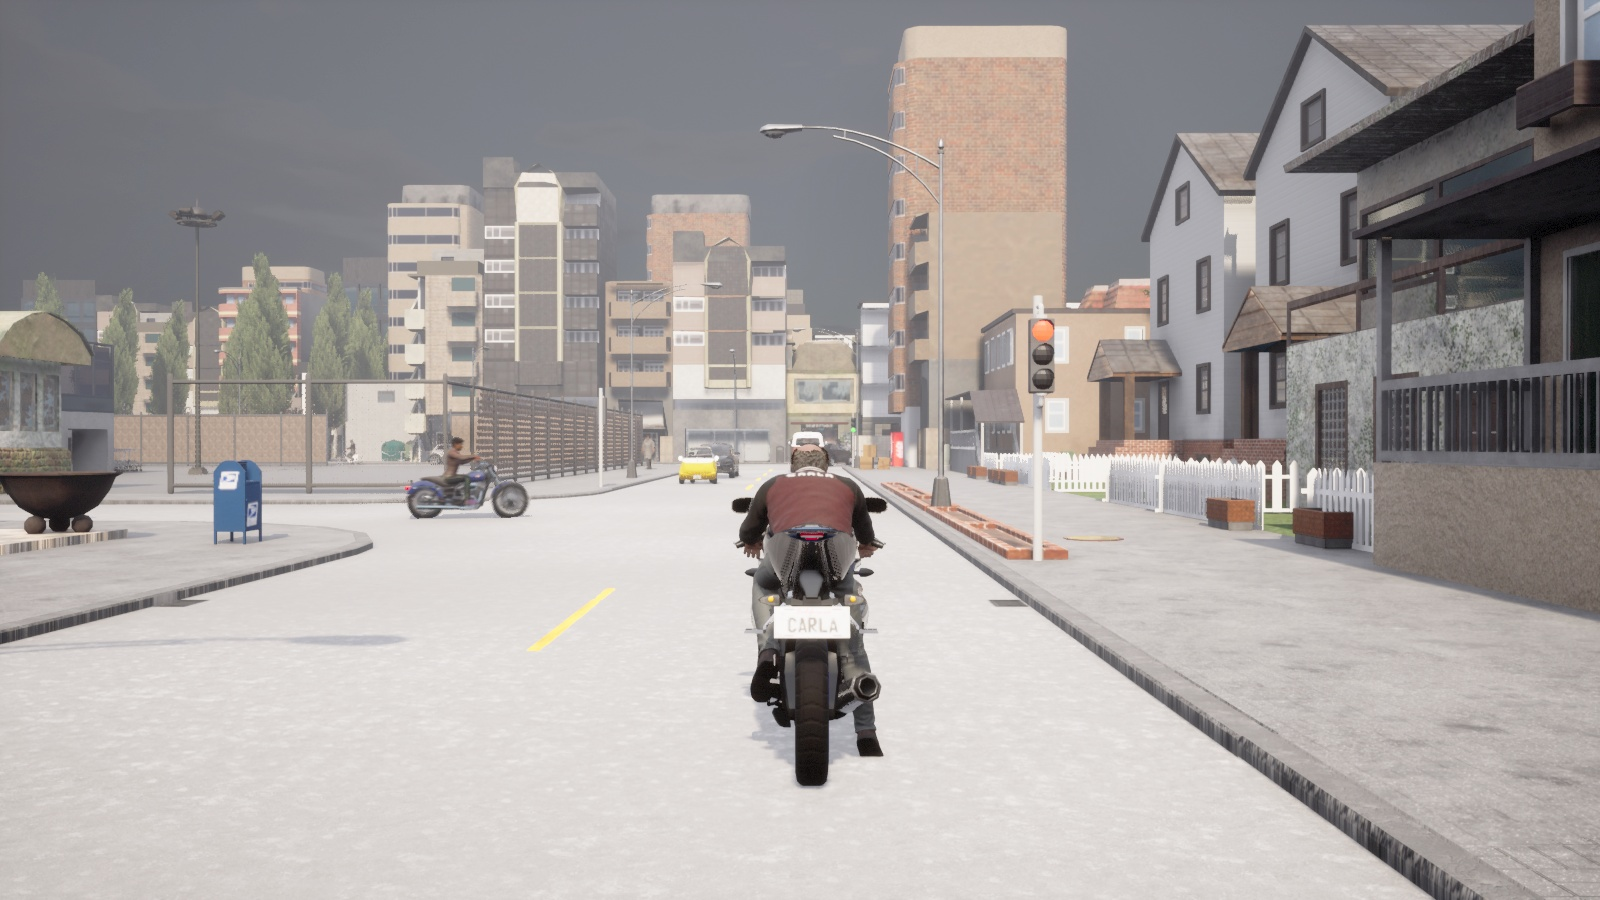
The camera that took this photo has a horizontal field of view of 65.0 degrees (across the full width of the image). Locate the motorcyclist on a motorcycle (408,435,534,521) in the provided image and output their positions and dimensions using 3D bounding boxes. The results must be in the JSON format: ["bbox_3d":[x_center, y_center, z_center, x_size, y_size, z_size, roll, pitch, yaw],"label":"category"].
[{"bbox_3d":[-6.483,0.551,24.839,2.350,1.649,0.766,0,-1,-9],"label":"motorcyclist on a motorcycle"}]

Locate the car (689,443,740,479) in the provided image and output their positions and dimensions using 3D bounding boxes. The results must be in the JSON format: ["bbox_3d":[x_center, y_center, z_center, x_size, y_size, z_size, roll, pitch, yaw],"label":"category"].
[{"bbox_3d":[-3.660,0.441,54.512,1.837,1.490,4.892,0,0,1],"label":"car"}]

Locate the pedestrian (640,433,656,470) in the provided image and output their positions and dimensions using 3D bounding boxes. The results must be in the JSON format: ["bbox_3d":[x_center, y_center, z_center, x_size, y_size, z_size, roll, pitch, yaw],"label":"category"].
[{"bbox_3d":[-7.939,0.079,65.759,0.659,1.952,0.873,0,0,5],"label":"pedestrian"}]

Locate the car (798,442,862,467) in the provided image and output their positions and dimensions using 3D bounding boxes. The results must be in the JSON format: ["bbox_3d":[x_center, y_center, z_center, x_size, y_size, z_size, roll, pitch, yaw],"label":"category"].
[{"bbox_3d":[1.942,0.255,79.614,2.128,1.511,4.902,0,0,27],"label":"car"}]

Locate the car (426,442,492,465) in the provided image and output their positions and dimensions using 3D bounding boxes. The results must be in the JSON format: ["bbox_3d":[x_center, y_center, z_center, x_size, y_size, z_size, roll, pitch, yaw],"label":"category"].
[{"bbox_3d":[-22.269,0.230,82.157,3.806,1.475,1.970,0,0,1],"label":"car"}]

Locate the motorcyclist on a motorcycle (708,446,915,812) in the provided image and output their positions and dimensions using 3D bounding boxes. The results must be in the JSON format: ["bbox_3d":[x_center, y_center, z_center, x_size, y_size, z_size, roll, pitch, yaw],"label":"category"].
[{"bbox_3d":[0.050,0.746,6.352,0.866,1.530,2.191,0,0,0],"label":"motorcyclist on a motorcycle"}]

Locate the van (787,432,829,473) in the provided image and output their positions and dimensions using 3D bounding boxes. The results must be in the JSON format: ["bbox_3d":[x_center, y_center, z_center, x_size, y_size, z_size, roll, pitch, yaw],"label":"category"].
[{"bbox_3d":[0.400,0.104,64.899,2.069,2.038,4.480,0,0,0],"label":"van"}]

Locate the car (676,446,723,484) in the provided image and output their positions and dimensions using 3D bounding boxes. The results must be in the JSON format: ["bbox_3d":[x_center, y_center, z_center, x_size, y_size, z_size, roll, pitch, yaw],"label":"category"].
[{"bbox_3d":[-3.681,0.537,46.247,1.481,1.376,2.207,0,0,1],"label":"car"}]
